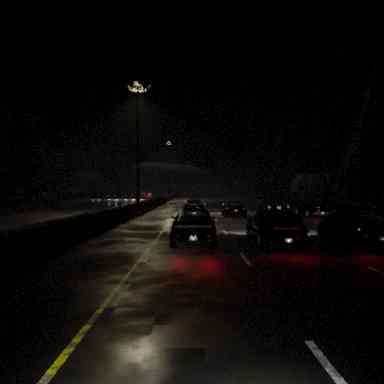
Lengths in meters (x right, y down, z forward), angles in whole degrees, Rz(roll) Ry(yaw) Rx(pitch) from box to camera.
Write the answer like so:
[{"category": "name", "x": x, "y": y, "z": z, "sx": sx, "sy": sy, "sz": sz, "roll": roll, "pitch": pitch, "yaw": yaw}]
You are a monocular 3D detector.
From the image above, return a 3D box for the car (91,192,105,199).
[{"category": "car", "x": -20.484, "y": 0.661, "z": 72.905, "sx": 2.033, "sy": 1.411, "sz": 5.357, "roll": 0, "pitch": 1, "yaw": 0}]

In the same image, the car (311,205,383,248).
[{"category": "car", "x": 7.063, "y": 1.531, "z": 14.552, "sx": 1.812, "sy": 1.442, "sz": 4.674, "roll": 0, "pitch": 0, "yaw": 0}]

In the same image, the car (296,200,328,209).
[{"category": "car", "x": 10.679, "y": 1.437, "z": 29.521, "sx": 1.837, "sy": 1.490, "sz": 4.892, "roll": 0, "pitch": 0, "yaw": 0}]

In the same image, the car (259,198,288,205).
[{"category": "car", "x": 7.179, "y": 1.287, "z": 29.517, "sx": 2.097, "sy": 1.767, "sz": 4.553, "roll": 0, "pitch": 0, "yaw": 0}]

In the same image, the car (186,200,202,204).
[{"category": "car", "x": 0.180, "y": 1.436, "z": 29.603, "sx": 1.837, "sy": 1.490, "sz": 4.892, "roll": 0, "pitch": 0, "yaw": 0}]

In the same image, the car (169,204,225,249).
[{"category": "car", "x": 0.063, "y": 1.493, "z": 14.607, "sx": 2.128, "sy": 1.511, "sz": 4.902, "roll": 0, "pitch": 0, "yaw": 0}]

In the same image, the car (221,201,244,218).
[{"category": "car", "x": 3.680, "y": 1.493, "z": 29.576, "sx": 1.994, "sy": 1.385, "sz": 4.181, "roll": 0, "pitch": 0, "yaw": 0}]

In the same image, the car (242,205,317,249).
[{"category": "car", "x": 3.563, "y": 1.514, "z": 14.580, "sx": 1.837, "sy": 1.490, "sz": 4.892, "roll": 0, "pitch": 0, "yaw": 0}]

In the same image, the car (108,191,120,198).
[{"category": "car", "x": -16.984, "y": 0.622, "z": 72.877, "sx": 1.837, "sy": 1.490, "sz": 4.892, "roll": 0, "pitch": 1, "yaw": 0}]

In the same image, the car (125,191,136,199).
[{"category": "car", "x": -13.485, "y": 0.622, "z": 72.850, "sx": 1.837, "sy": 1.490, "sz": 4.892, "roll": 0, "pitch": 1, "yaw": 0}]

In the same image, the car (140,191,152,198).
[{"category": "car", "x": -9.984, "y": 0.476, "z": 72.849, "sx": 2.097, "sy": 1.767, "sz": 4.553, "roll": 0, "pitch": 1, "yaw": 0}]
